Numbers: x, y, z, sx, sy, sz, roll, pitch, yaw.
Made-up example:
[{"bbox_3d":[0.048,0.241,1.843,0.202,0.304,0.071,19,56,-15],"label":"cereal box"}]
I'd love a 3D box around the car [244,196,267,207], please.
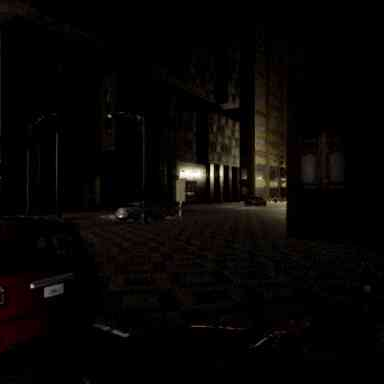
[{"bbox_3d":[9.618,1.416,50.467,1.882,1.535,5.008,0,0,36],"label":"car"}]

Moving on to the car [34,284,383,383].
[{"bbox_3d":[0.935,1.583,2.294,4.206,1.307,1.802,0,0,35],"label":"car"}]

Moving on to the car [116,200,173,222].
[{"bbox_3d":[-3.878,1.530,26.132,1.812,1.442,4.674,0,0,35],"label":"car"}]

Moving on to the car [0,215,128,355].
[{"bbox_3d":[-3.688,1.330,5.590,5.009,1.841,2.192,0,0,35],"label":"car"}]
